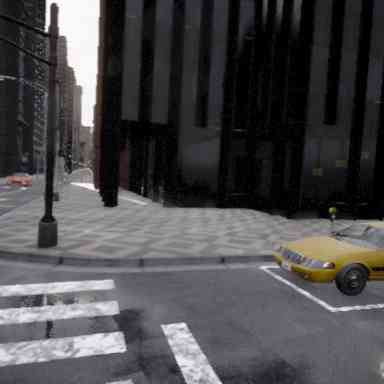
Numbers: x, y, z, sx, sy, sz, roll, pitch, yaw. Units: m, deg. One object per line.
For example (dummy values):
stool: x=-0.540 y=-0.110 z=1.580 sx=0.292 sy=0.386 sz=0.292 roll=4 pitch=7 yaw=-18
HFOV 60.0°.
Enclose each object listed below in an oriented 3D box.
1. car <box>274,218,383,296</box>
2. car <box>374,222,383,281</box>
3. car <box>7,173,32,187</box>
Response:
car: x=4.241 y=1.256 z=7.458 sx=4.829 sy=1.417 sz=1.752 roll=2 pitch=4 yaw=-17
car: x=5.599 y=1.420 z=5.094 sx=5.008 sy=1.535 sz=1.882 roll=2 pitch=4 yaw=-17
car: x=-21.062 y=-1.570 z=40.800 sx=2.097 sy=1.767 sz=4.553 roll=2 pitch=3 yaw=-16
